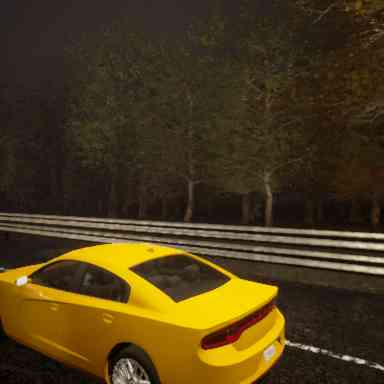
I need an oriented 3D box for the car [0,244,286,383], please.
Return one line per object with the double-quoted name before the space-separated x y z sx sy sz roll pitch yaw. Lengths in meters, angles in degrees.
"car" -1.216 1.515 4.869 5.008 1.535 1.882 -1 0 36
